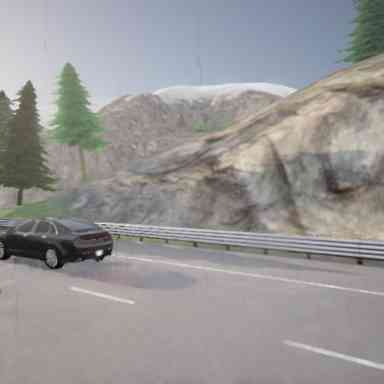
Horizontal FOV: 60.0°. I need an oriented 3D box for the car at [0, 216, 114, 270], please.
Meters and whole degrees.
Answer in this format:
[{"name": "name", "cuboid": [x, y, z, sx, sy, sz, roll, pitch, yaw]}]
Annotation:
[{"name": "car", "cuboid": [-4.844, 1.600, 11.395, 4.892, 1.490, 1.837, 0, 0, 33]}]
